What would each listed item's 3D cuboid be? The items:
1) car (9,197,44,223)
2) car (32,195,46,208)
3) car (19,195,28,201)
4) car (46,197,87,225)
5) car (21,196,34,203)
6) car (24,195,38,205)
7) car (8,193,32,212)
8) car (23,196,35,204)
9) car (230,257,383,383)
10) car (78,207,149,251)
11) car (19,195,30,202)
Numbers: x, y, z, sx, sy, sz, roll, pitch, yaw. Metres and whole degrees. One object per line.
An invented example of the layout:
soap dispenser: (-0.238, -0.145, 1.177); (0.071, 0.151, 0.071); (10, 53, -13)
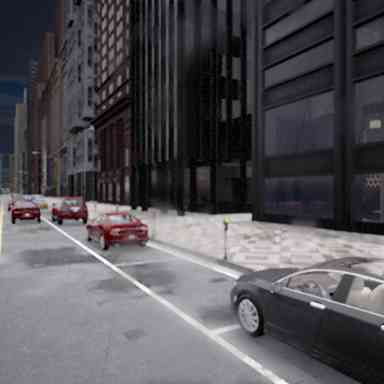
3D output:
car: (-12.847, 1.463, 25.654); (1.882, 1.535, 5.008); (0, 0, -29)
car: (-20.011, 1.510, 43.800); (1.752, 1.417, 4.829); (0, 0, -29)
car: (-42.079, 1.566, 82.926); (1.947, 1.339, 4.313); (0, 0, -29)
car: (-8.852, 1.300, 24.014); (2.192, 1.841, 5.009); (0, 0, -29)
car: (-33.772, 1.544, 68.198); (2.008, 1.369, 4.403); (0, 0, -29)
car: (-28.235, 1.430, 58.380); (1.967, 1.590, 4.097); (0, 0, -29)
car: (-20.244, 1.338, 38.764); (2.097, 1.767, 4.553); (0, 0, -29)
car: (-31.087, 1.517, 63.437); (1.752, 1.417, 4.829); (0, 0, -29)
car: (2.224, 1.546, 4.379); (2.008, 1.369, 4.403); (0, 0, -29)
car: (-3.314, 1.533, 14.197); (1.887, 1.381, 4.507); (0, 0, -29)
car: (-39.310, 1.438, 78.016); (1.967, 1.590, 4.097); (0, 0, -29)
